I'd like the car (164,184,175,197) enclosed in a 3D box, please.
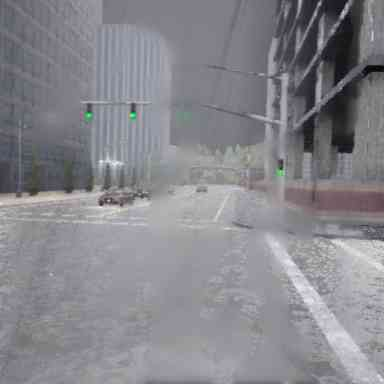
[{"bbox_3d":[-3.793,-0.329,47.281,2.097,1.767,4.553,2,2,8],"label":"car"}]

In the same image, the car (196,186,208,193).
[{"bbox_3d":[1.989,-0.555,64.579,2.033,1.411,5.357,2,2,7],"label":"car"}]

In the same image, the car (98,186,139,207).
[{"bbox_3d":[-6.353,0.451,28.327,1.994,1.385,4.181,2,2,7],"label":"car"}]

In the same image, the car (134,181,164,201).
[{"bbox_3d":[-5.123,-0.168,37.550,2.150,2.045,5.566,2,2,8],"label":"car"}]
